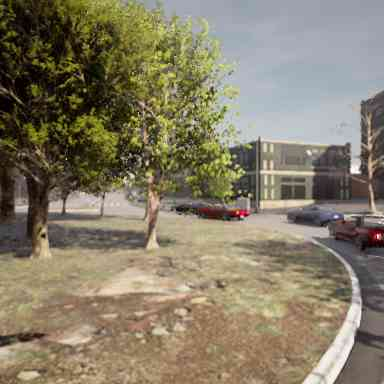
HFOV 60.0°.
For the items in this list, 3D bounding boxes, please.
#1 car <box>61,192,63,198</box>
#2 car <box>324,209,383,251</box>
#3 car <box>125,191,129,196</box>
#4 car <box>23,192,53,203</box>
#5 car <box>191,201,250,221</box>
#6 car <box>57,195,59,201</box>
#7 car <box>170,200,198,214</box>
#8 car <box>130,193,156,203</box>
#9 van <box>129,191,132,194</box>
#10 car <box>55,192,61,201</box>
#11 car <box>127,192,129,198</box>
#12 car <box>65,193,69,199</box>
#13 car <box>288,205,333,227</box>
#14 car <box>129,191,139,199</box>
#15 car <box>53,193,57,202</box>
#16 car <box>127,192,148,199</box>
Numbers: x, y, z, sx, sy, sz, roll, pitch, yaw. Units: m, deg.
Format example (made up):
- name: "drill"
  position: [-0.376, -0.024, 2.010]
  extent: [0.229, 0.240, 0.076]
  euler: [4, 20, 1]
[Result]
- name: "car"
  position: [-31.745, 1.303, 73.669]
  extent: [4.892, 1.521, 2.231]
  euler: [0, 0, -12]
- name: "car"
  position: [7.407, 1.638, 14.083]
  extent: [1.895, 1.301, 4.718]
  euler: [0, 0, 5]
- name: "car"
  position: [-14.001, 0.983, 87.036]
  extent: [5.566, 2.045, 2.435]
  euler: [0, 1, -12]
- name: "car"
  position: [-29.332, 1.270, 62.897]
  extent: [4.553, 1.767, 2.185]
  euler: [0, 0, -12]
- name: "car"
  position: [2.446, 1.659, 27.676]
  extent: [1.895, 1.301, 4.718]
  euler: [0, 0, -42]
- name: "car"
  position: [-30.548, 1.392, 68.281]
  extent: [4.674, 1.452, 2.002]
  euler: [0, 0, -12]
- name: "car"
  position: [-0.164, 1.560, 34.017]
  extent: [4.902, 1.511, 2.128]
  euler: [0, 0, 39]
- name: "car"
  position: [-9.315, 1.475, 65.425]
  extent: [4.792, 1.488, 2.163]
  euler: [0, 0, -12]
- name: "van"
  position: [-11.190, 1.164, 73.554]
  extent: [4.442, 1.987, 1.878]
  euler: [0, 1, -12]
- name: "car"
  position: [-31.113, 1.202, 70.979]
  extent: [4.553, 1.767, 2.185]
  euler: [0, 0, -12]
- name: "car"
  position: [-12.871, 1.298, 81.725]
  extent: [5.008, 1.535, 2.097]
  euler: [0, 1, -12]
- name: "car"
  position: [-32.952, 0.989, 79.046]
  extent: [5.566, 2.045, 2.435]
  euler: [0, 1, -12]
- name: "car"
  position: [8.648, 1.591, 23.477]
  extent: [1.994, 1.385, 4.181]
  euler: [-1, 0, -21]
- name: "car"
  position: [-10.422, 1.287, 70.746]
  extent: [4.553, 1.767, 2.185]
  euler: [0, 0, -12]
- name: "car"
  position: [-29.962, 1.376, 65.588]
  extent: [5.008, 1.535, 2.097]
  euler: [0, 0, -12]
- name: "car"
  position: [-15.277, 0.918, 92.575]
  extent: [5.566, 2.045, 2.435]
  euler: [0, 1, -12]
